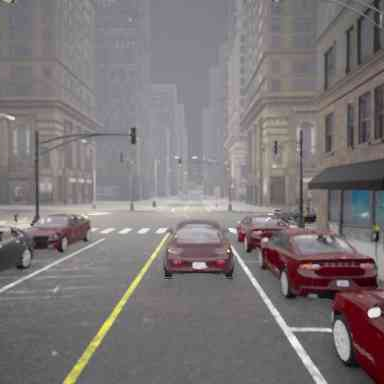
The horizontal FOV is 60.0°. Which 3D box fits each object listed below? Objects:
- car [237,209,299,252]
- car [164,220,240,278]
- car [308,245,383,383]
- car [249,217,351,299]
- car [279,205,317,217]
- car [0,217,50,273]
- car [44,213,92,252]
[{"bbox_3d":[2.897,1.601,13.949,1.887,1.381,4.507,-1,0,1],"label":"car"},{"bbox_3d":[0.191,1.565,10.152,1.812,1.442,4.674,0,0,1],"label":"car"},{"bbox_3d":[2.779,1.557,2.939,1.887,1.381,4.507,-1,0,1],"label":"car"},{"bbox_3d":[2.838,1.579,8.444,1.887,1.381,4.507,-1,0,1],"label":"car"},{"bbox_3d":[8.591,1.755,25.020,4.902,1.511,2.128,0,0,-5],"label":"car"},{"bbox_3d":[-5.686,1.583,8.536,2.008,1.369,4.403,-1,0,1],"label":"car"},{"bbox_3d":[-5.627,1.599,14.041,1.887,1.381,4.507,-1,0,1],"label":"car"}]
